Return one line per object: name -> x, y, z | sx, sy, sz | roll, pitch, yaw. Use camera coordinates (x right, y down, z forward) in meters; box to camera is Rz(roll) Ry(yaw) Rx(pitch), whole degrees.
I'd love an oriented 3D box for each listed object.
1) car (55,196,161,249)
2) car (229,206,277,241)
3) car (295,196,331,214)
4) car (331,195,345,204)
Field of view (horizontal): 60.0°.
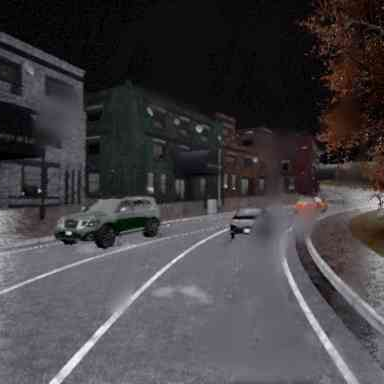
car -> -3.506, 1.215, 15.149 | 2.150, 2.045, 5.566 | 0, 0, 26
car -> 3.180, 1.485, 16.947 | 2.128, 1.511, 4.902 | 0, 0, 18
car -> 11.885, 1.196, 32.972 | 2.097, 1.767, 4.553 | -1, 0, 36
car -> 21.479, 1.132, 49.989 | 1.994, 1.385, 4.181 | -1, 1, 42
